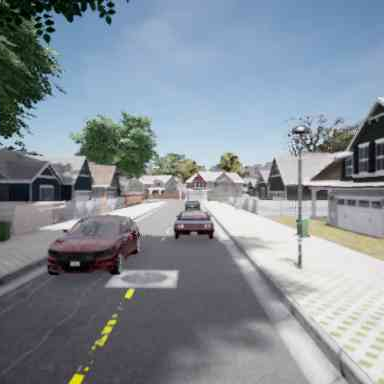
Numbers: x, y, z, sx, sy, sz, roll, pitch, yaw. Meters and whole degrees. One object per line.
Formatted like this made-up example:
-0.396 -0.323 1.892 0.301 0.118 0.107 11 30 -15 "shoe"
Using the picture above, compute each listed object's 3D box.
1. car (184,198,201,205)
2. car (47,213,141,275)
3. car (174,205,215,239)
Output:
0.077 1.469 40.567 2.128 1.511 4.902 0 0 0 "car"
-2.850 1.474 10.611 1.882 1.535 5.008 0 0 0 "car"
0.097 1.594 17.343 1.895 1.301 4.718 0 0 0 "car"
